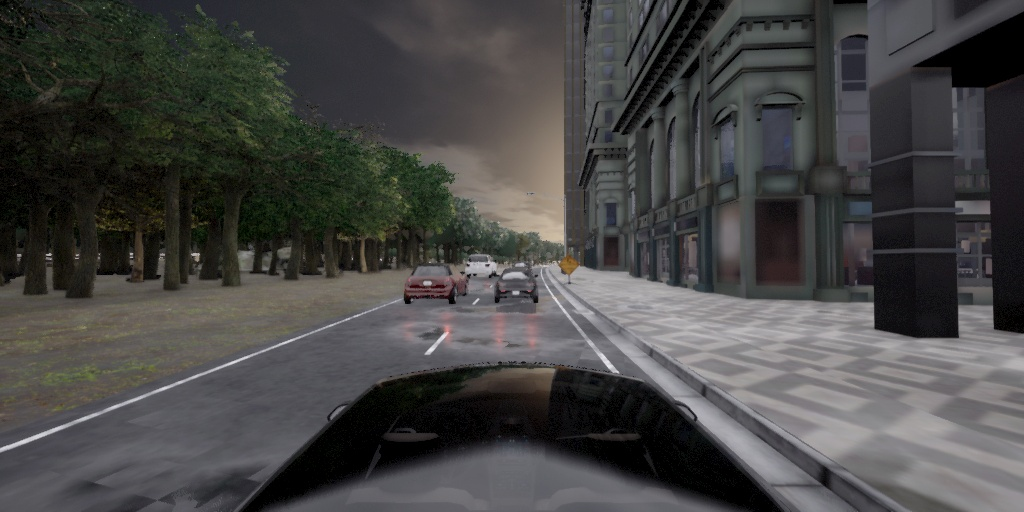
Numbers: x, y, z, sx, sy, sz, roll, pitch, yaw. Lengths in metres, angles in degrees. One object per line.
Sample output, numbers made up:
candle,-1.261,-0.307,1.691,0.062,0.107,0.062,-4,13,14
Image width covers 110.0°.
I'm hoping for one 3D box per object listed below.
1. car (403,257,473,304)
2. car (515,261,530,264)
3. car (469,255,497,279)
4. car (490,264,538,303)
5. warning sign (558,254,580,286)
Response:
car,-3.280,1.089,16.342,2.097,1.767,4.553,0,0,2
car,0.885,1.161,31.100,1.812,1.442,4.674,0,0,3
car,-2.608,0.890,31.339,2.150,2.045,5.566,0,0,3
car,0.220,1.254,16.268,1.812,1.442,4.674,0,0,2
warning sign,3.460,0.804,21.577,1.300,1.860,1.060,0,0,2
